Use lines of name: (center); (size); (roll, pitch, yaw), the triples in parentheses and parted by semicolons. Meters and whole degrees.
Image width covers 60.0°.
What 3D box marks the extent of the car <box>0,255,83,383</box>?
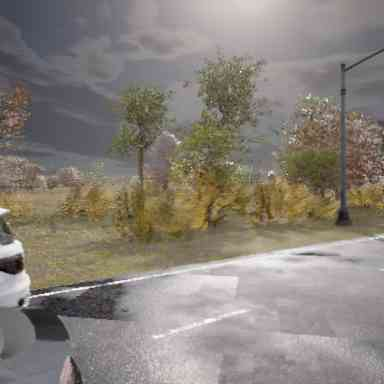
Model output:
car: (-3.031, 1.497, 1.523); (4.902, 1.511, 2.128); (0, 0, -35)

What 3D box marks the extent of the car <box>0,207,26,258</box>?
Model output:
car: (-5.065, 1.227, 4.065); (5.566, 2.045, 2.150); (0, 0, -35)
